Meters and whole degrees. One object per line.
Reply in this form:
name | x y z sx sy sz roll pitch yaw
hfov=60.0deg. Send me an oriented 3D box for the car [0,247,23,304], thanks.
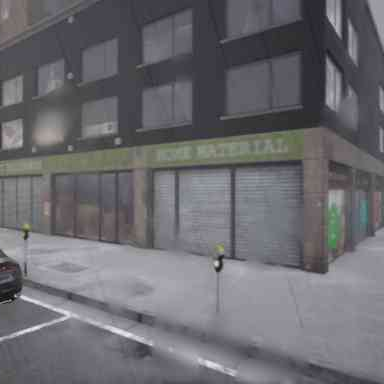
car | -5.156 1.523 6.763 4.403 1.369 2.008 0 0 36
